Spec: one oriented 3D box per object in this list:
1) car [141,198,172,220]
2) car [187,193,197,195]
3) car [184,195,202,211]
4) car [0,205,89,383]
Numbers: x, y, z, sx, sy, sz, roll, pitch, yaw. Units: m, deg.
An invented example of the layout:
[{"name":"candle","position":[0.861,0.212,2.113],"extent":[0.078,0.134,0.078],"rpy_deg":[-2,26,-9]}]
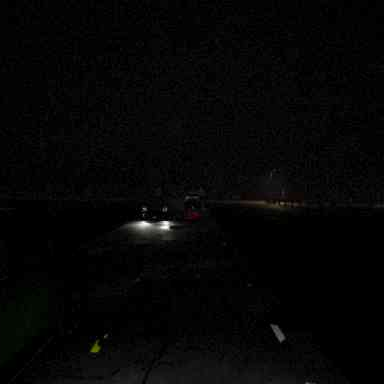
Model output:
[{"name":"car","position":[-2.833,1.314,27.229],"extent":[2.097,1.767,4.553],"rpy_deg":[0,0,0]},{"name":"car","position":[0.005,1.128,53.229],"extent":[2.150,2.045,5.566],"rpy_deg":[0,0,0]},{"name":"car","position":[0.104,1.446,39.032],"extent":[1.837,1.490,4.892],"rpy_deg":[0,0,0]},{"name":"car","position":[-2.830,1.220,3.476],"extent":[2.150,2.045,5.566],"rpy_deg":[0,0,0]}]
